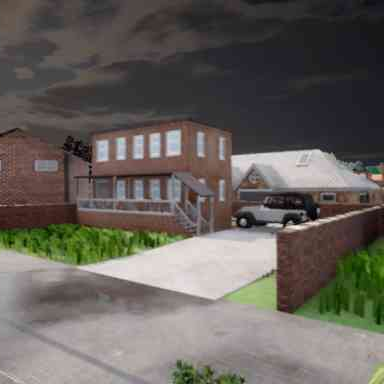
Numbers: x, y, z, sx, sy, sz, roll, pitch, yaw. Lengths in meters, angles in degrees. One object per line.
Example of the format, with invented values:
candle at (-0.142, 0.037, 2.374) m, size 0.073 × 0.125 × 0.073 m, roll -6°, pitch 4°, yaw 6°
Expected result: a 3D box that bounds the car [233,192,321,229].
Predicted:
car at (4.028, 0.917, 15.817) m, size 3.866 × 1.878 × 1.905 m, roll 0°, pitch 0°, yaw 36°
